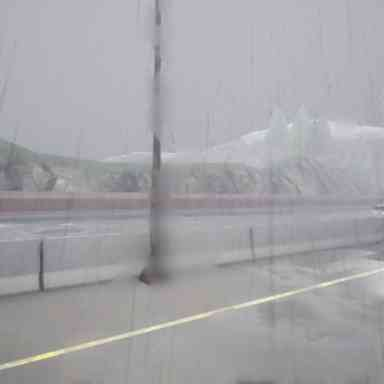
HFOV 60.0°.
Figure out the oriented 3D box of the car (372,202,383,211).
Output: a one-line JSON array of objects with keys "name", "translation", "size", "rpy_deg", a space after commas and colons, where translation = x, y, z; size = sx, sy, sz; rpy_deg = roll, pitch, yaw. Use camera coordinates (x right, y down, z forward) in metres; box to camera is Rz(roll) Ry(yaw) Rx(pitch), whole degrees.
[{"name": "car", "translation": [30.190, 2.230, 51.947], "size": [5.357, 1.411, 2.033], "rpy_deg": [1, -1, -40]}]
